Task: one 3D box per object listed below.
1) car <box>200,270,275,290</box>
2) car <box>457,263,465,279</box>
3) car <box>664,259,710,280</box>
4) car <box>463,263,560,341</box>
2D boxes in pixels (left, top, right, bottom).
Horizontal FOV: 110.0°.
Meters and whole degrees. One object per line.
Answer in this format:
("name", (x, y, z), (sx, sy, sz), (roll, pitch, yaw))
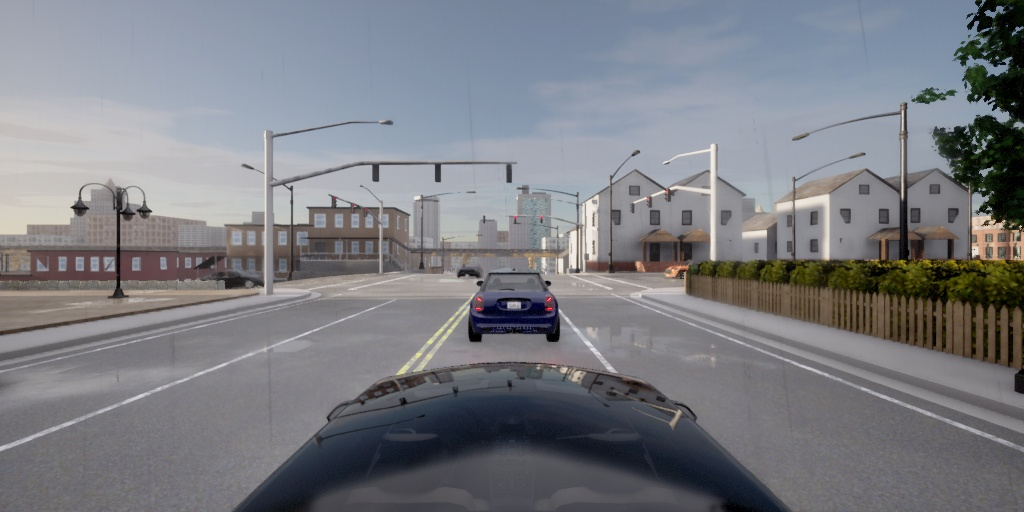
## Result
("car", (-20.504, 1.781, 26.815), (4.892, 1.490, 1.837), (-3, 0, -1))
("car", (-3.660, 1.288, 31.468), (1.895, 1.301, 4.718), (0, 0, 0))
("car", (15.719, 1.104, 31.105), (4.553, 1.767, 2.097), (0, 0, -1))
("car", (0.054, 1.102, 10.009), (2.097, 1.767, 4.553), (0, 0, 0))
